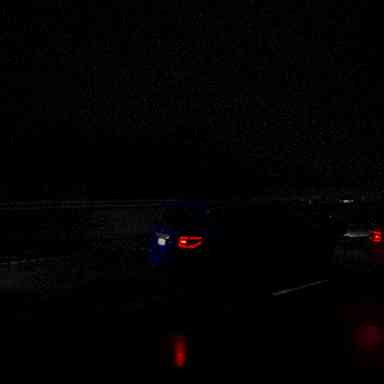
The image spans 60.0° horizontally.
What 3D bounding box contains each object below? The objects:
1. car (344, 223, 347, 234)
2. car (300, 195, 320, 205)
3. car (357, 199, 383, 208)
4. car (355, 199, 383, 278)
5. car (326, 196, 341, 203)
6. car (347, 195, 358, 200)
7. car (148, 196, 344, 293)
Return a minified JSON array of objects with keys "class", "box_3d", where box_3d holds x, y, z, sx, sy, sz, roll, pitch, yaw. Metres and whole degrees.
[{"class":"car","box_3d":[5.803,1.571,16.489,4.181,1.385,1.994,0,0,-36]},{"class":"car","box_3d":[21.932,1.487,61.964,2.097,1.767,4.553,1,0,39]},{"class":"car","box_3d":[29.482,1.871,55.044,4.718,1.301,1.895,1,-1,-35]},{"class":"car","box_3d":[6.873,1.227,8.776,5.566,2.045,2.150,0,0,-36]},{"class":"car","box_3d":[31.692,1.652,74.329,1.895,1.301,4.718,1,1,39]},{"class":"car","box_3d":[41.545,1.467,86.176,1.895,1.301,4.718,1,1,41]},{"class":"car","box_3d":[1.509,1.225,9.111,5.566,2.045,2.150,0,0,-35]}]
